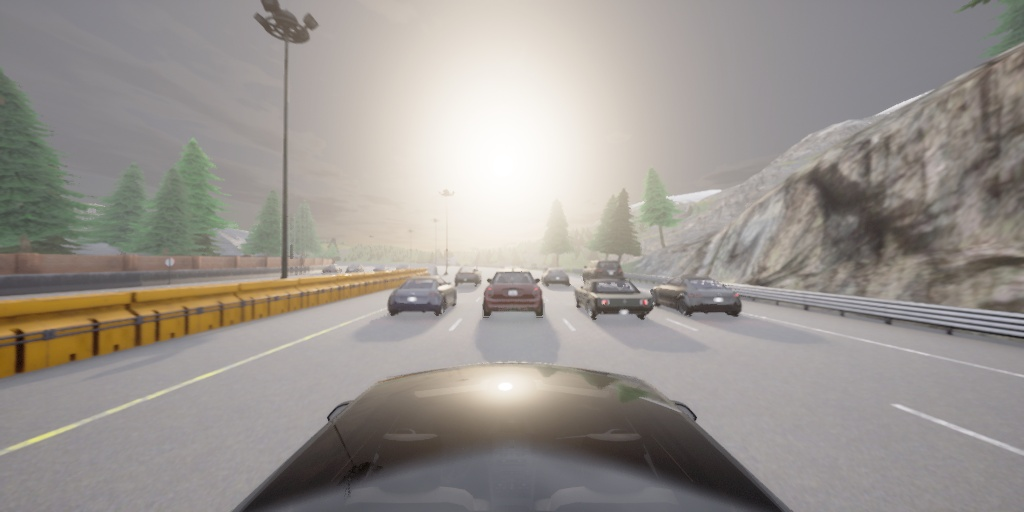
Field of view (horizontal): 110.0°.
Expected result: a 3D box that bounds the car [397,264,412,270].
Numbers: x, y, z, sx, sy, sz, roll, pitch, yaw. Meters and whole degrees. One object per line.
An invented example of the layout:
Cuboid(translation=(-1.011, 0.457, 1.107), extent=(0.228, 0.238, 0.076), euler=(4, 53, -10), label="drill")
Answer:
Cuboid(translation=(-16.846, 1.984, 56.135), extent=(1.882, 1.535, 5.008), euler=(0, -1, -10), label="car")

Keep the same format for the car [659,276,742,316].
Cuboid(translation=(7.057, 1.489, 14.218), extent=(1.994, 1.385, 4.181), euler=(0, -1, 1), label="car")

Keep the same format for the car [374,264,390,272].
Cuboid(translation=(-20.442, 2.036, 56.450), extent=(1.812, 1.442, 4.674), euler=(0, -1, -10), label="car")

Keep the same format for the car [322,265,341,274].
Cuboid(translation=(-27.178, 2.044, 54.301), extent=(1.994, 1.385, 4.181), euler=(0, -1, -10), label="car")

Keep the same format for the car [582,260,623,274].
Cuboid(translation=(7.004, 1.340, 28.050), extent=(2.150, 2.045, 5.566), euler=(0, -1, 0), label="car")

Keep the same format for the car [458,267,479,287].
Cuboid(translation=(-3.502, 1.623, 29.127), extent=(2.128, 1.511, 4.902), euler=(0, -1, 0), label="car")

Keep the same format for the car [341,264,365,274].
Cuboid(translation=(-23.604, 1.970, 54.167), extent=(2.128, 1.511, 4.902), euler=(0, -1, -10), label="car")

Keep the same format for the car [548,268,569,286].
Cuboid(translation=(3.492, 1.700, 29.393), extent=(1.994, 1.385, 4.181), euler=(0, -1, 0), label="car")

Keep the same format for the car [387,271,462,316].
Cuboid(translation=(-3.438, 1.492, 14.431), extent=(1.994, 1.385, 4.181), euler=(0, -1, 1), label="car")

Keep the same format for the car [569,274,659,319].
Cuboid(translation=(3.553, 1.515, 13.516), extent=(1.895, 1.301, 4.718), euler=(0, -1, 1), label="car")

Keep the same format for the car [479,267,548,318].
Cuboid(translation=(0.056, 1.273, 14.045), extent=(2.097, 1.767, 4.553), euler=(0, -1, 1), label="car")
